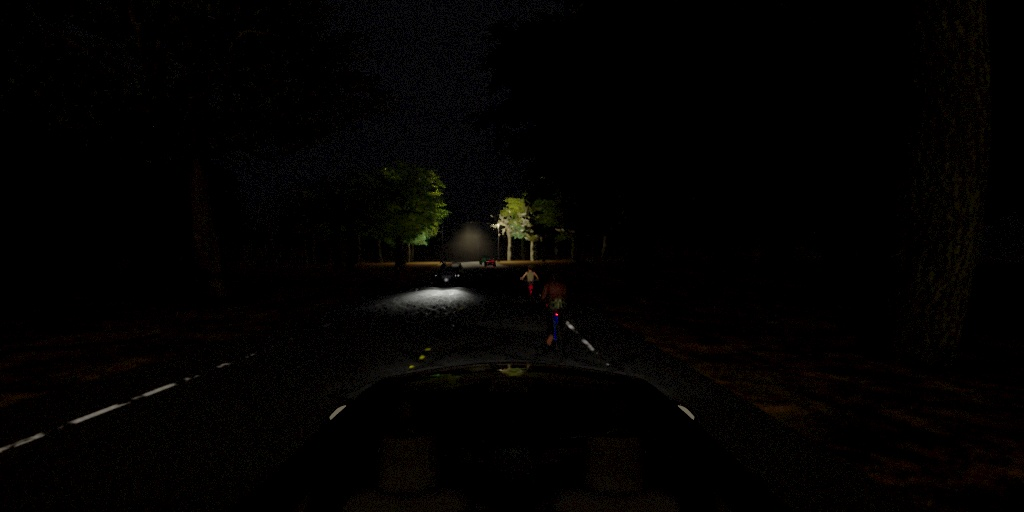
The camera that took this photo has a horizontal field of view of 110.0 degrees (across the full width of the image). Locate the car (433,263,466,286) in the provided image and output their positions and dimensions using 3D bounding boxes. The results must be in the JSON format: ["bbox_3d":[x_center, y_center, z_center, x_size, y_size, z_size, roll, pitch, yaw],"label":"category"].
[{"bbox_3d":[-4.242,1.232,24.945,2.128,1.511,4.902,0,0,-3],"label":"car"}]

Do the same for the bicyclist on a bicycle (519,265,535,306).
[{"bbox_3d":[0.739,1.180,14.788,0.866,1.612,1.509,0,0,-2],"label":"bicyclist on a bicycle"}]

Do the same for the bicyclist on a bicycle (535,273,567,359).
[{"bbox_3d":[0.898,1.201,7.505,0.582,1.620,1.656,0,0,-1],"label":"bicyclist on a bicycle"}]

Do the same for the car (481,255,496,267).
[{"bbox_3d":[-3.952,1.135,63.654,2.128,1.511,4.902,0,0,-7],"label":"car"}]
